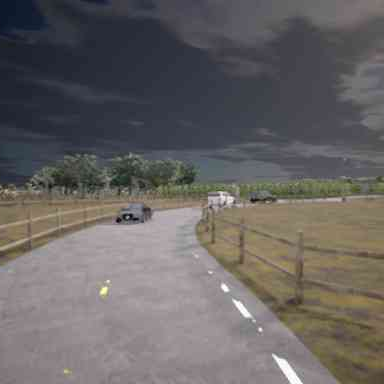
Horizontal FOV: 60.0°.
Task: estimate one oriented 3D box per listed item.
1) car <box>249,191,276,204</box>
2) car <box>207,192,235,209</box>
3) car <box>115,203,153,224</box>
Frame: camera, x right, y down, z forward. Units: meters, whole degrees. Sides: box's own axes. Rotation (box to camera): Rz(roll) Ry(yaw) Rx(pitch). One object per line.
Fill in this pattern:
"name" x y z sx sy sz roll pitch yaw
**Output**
"car" 11.512 0.860 54.020 2.150 2.045 5.566 -2 -1 43
"car" 3.802 0.989 42.247 2.150 2.045 5.566 -1 0 27
"car" -4.121 1.483 24.157 1.994 1.385 4.181 -1 0 5
